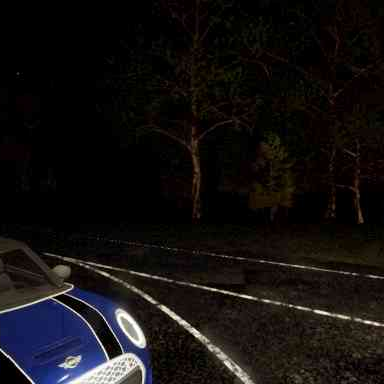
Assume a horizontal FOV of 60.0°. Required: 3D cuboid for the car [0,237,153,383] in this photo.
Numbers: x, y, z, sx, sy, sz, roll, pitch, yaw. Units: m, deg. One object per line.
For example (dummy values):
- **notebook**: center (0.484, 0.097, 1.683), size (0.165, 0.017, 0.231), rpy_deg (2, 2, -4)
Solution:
- **car**: center (-2.596, 1.338, 3.735), size (4.553, 1.767, 2.097), rpy_deg (1, 0, 35)
